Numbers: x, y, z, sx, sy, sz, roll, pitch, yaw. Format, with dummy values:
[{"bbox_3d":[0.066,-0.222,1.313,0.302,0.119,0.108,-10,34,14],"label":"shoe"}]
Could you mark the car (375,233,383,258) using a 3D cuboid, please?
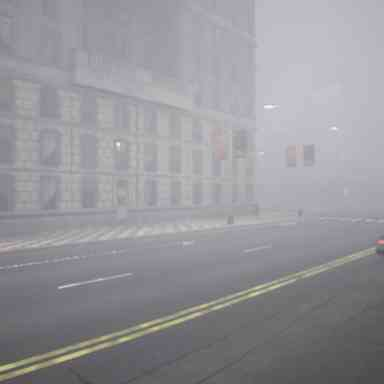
[{"bbox_3d":[8.181,1.602,11.619,5.357,1.411,2.033,0,-1,-43],"label":"car"}]
